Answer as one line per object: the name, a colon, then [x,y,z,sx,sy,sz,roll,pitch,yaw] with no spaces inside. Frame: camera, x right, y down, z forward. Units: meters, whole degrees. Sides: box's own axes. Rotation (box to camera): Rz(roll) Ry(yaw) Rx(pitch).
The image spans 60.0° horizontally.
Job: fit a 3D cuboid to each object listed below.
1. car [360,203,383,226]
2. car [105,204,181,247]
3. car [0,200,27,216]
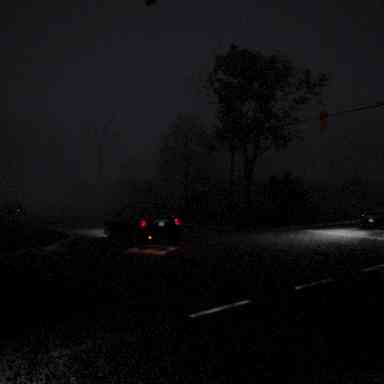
car: [12.981,1.482,21.804,4.902,1.511,2.128,0,0,-35]
car: [-2.423,1.348,15.510,2.097,1.767,4.553,0,0,-33]
car: [-18.159,1.551,33.130,4.902,1.511,2.128,-1,0,43]
